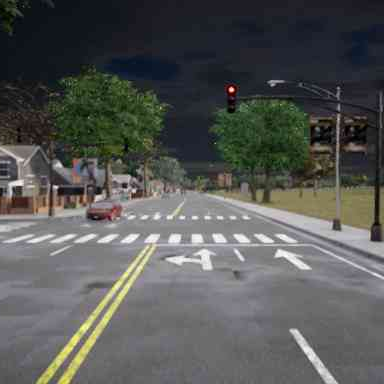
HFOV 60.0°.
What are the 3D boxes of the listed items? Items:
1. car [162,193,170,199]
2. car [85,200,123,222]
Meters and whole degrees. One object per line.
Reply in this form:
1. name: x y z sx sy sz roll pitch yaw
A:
1. car: -6.482 1.009 82.529 2.128 1.511 4.902 0 0 0
2. car: -6.492 1.376 25.005 1.882 1.535 5.008 0 1 0
